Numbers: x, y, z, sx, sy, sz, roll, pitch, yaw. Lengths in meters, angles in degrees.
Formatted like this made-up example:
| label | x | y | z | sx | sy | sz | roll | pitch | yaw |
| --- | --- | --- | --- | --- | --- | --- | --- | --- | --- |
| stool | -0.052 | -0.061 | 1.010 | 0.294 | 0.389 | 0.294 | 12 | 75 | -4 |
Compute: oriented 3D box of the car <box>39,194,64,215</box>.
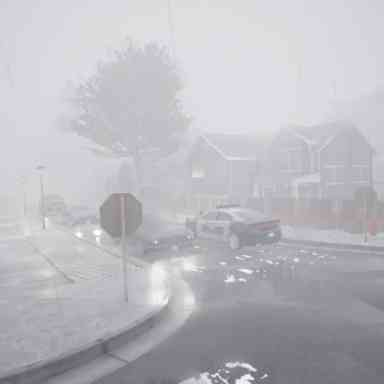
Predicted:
| label | x | y | z | sx | sy | sz | roll | pitch | yaw |
| --- | --- | --- | --- | --- | --- | --- | --- | --- | --- |
| car | -15.055 | 1.257 | 35.609 | 2.150 | 2.045 | 5.566 | -3 | 2 | -29 |

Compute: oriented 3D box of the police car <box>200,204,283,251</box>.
| label | x | y | z | sx | sy | sz | roll | pitch | yaw |
| --- | --- | --- | --- | --- | --- | --- | --- | --- | --- |
| police car | 1.472 | 1.361 | 14.294 | 1.930 | 1.638 | 5.238 | -3 | 2 | -33 |

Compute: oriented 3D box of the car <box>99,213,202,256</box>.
| label | x | y | z | sx | sy | sz | roll | pitch | yaw |
| --- | --- | --- | --- | --- | --- | --- | --- | --- | --- |
| car | -2.019 | 1.616 | 14.161 | 2.033 | 1.411 | 5.357 | -3 | 2 | -32 |

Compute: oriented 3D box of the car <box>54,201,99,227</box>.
| label | x | y | z | sx | sy | sz | roll | pitch | yaw |
| --- | --- | --- | --- | --- | --- | --- | --- | --- | --- |
| car | -8.178 | 1.595 | 23.998 | 2.033 | 1.411 | 5.357 | -3 | 2 | -32 |
